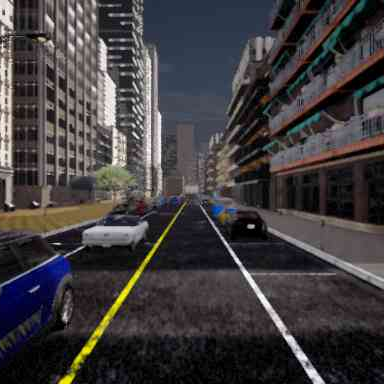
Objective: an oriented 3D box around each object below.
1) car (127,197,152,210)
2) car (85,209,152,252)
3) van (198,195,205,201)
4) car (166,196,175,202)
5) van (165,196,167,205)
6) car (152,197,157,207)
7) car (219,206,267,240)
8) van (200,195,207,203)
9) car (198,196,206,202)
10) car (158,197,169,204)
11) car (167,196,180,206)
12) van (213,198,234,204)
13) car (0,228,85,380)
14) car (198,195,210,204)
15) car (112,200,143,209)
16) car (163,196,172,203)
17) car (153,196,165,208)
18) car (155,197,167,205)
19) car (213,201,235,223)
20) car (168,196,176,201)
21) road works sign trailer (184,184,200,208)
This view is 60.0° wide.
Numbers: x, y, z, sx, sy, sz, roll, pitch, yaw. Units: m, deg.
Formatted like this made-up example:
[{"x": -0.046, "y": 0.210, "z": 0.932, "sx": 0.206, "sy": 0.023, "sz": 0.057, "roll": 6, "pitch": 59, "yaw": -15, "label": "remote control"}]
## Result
[{"x": -5.699, "y": 1.394, "z": 33.751, "sx": 2.192, "sy": 1.841, "sz": 5.009, "roll": 0, "pitch": 0, "yaw": 0, "label": "car"}, {"x": -3.084, "y": 1.631, "z": 14.218, "sx": 1.895, "sy": 1.301, "sz": 4.718, "roll": 0, "pitch": 0, "yaw": 0, "label": "car"}, {"x": 2.670, "y": 1.630, "z": 94.503, "sx": 1.690, "sy": 1.788, "sz": 3.998, "roll": 0, "pitch": 0, "yaw": 0, "label": "van"}, {"x": -5.710, "y": 1.816, "z": 88.978, "sx": 2.008, "sy": 1.369, "sz": 4.403, "roll": 0, "pitch": 0, "yaw": 0, "label": "car"}, {"x": -5.703, "y": 1.487, "z": 55.842, "sx": 1.690, "sy": 1.788, "sz": 3.998, "roll": 0, "pitch": 0, "yaw": 0, "label": "van"}, {"x": -5.700, "y": 1.646, "z": 39.274, "sx": 2.008, "sy": 1.369, "sz": 4.403, "roll": 0, "pitch": 0, "yaw": 0, "label": "car"}, {"x": 2.686, "y": 1.603, "z": 17.183, "sx": 1.947, "sy": 1.339, "sz": 4.313, "roll": 0, "pitch": 0, "yaw": 0, "label": "car"}, {"x": 2.673, "y": 1.563, "z": 77.935, "sx": 1.690, "sy": 1.788, "sz": 3.998, "roll": 0, "pitch": 0, "yaw": 0, "label": "van"}, {"x": 2.671, "y": 1.811, "z": 88.979, "sx": 1.887, "sy": 1.381, "sz": 4.507, "roll": 0, "pitch": 0, "yaw": 0, "label": "car"}, {"x": -5.705, "y": 1.748, "z": 66.887, "sx": 1.947, "sy": 1.339, "sz": 4.313, "roll": 0, "pitch": 0, "yaw": 0, "label": "car"}, {"x": -3.053, "y": 1.633, "z": 58.558, "sx": 1.882, "sy": 1.535, "sz": 5.008, "roll": 0, "pitch": 0, "yaw": 1, "label": "car"}, {"x": 2.683, "y": 1.405, "z": 28.230, "sx": 1.690, "sy": 1.788, "sz": 3.998, "roll": 0, "pitch": 0, "yaw": 0, "label": "van"}, {"x": -3.097, "y": 1.359, "z": 3.911, "sx": 2.097, "sy": 1.767, "sz": 4.553, "roll": 0, "pitch": 0, "yaw": 0, "label": "car"}, {"x": 2.676, "y": 1.733, "z": 66.889, "sx": 2.008, "sy": 1.369, "sz": 4.403, "roll": 0, "pitch": 0, "yaw": 0, "label": "car"}, {"x": -5.698, "y": 1.630, "z": 28.228, "sx": 1.947, "sy": 1.339, "sz": 4.313, "roll": 0, "pitch": 0, "yaw": 0, "label": "car"}, {"x": -5.708, "y": 1.662, "z": 77.934, "sx": 1.967, "sy": 1.590, "sz": 4.097, "roll": 0, "pitch": 0, "yaw": 0, "label": "car"}, {"x": -5.702, "y": 1.679, "z": 50.319, "sx": 2.008, "sy": 1.369, "sz": 4.403, "roll": 0, "pitch": 0, "yaw": 0, "label": "car"}, {"x": -5.704, "y": 1.708, "z": 61.365, "sx": 1.887, "sy": 1.381, "sz": 4.507, "roll": 0, "pitch": 0, "yaw": 0, "label": "car"}, {"x": 2.684, "y": 1.576, "z": 22.876, "sx": 1.752, "sy": 1.417, "sz": 4.829, "roll": 0, "pitch": 0, "yaw": 0, "label": "car"}, {"x": -5.711, "y": 1.839, "z": 94.502, "sx": 2.008, "sy": 1.369, "sz": 4.403, "roll": 0, "pitch": 0, "yaw": 0, "label": "car"}, {"x": -0.009, "y": 0.599, "z": 52.222, "sx": 2.380, "sy": 3.560, "sz": 2.880, "roll": 0, "pitch": 0, "yaw": 0, "label": "road works sign trailer"}]
